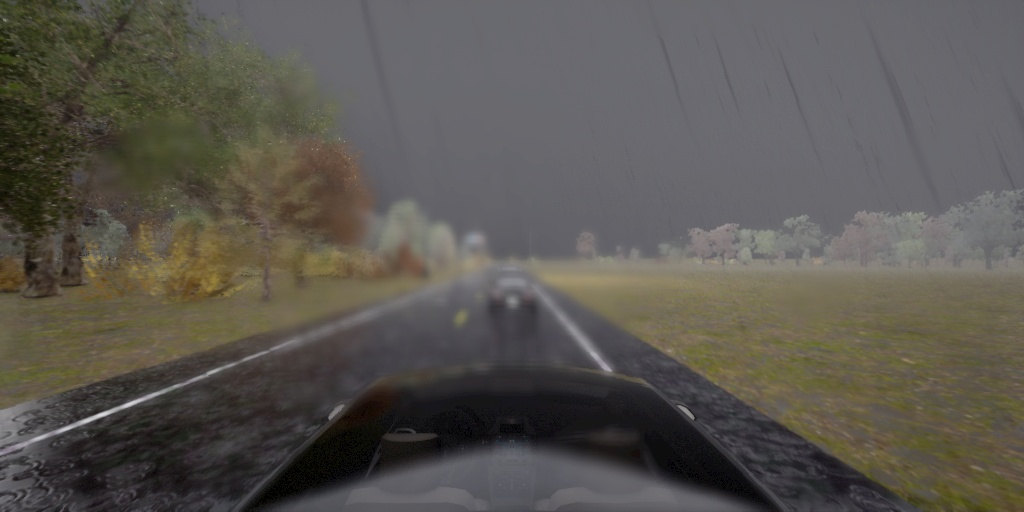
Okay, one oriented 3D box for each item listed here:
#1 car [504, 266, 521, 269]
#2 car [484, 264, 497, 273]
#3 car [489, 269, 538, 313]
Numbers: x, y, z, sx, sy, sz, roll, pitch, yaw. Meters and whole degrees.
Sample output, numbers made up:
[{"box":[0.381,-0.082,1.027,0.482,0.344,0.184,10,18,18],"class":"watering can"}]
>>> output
[{"box":[0.052,1.615,30.393,1.882,1.535,5.008,0,0,0],"class":"car"},{"box":[-3.555,2.048,60.479,1.837,1.490,4.892,0,0,1],"class":"car"},{"box":[0.050,1.452,14.820,1.812,1.442,4.674,0,-1,0],"class":"car"}]
